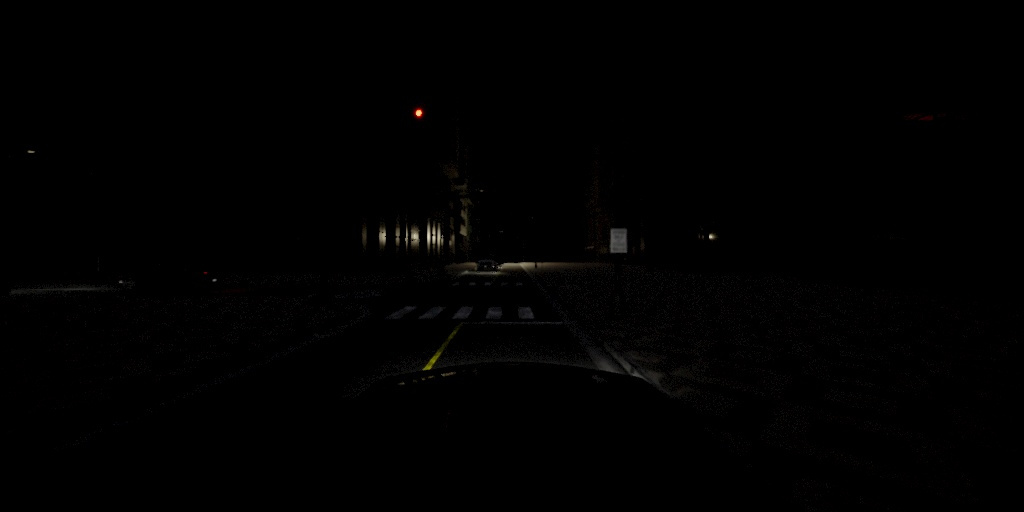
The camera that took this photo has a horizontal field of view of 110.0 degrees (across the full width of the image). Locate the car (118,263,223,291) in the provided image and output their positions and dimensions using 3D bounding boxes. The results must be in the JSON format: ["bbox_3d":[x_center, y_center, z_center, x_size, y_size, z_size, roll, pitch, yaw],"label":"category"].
[{"bbox_3d":[-19.076,1.130,20.135,4.902,1.511,2.128,0,-1,1],"label":"car"}]

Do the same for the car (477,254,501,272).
[{"bbox_3d":[-2.943,0.815,43.617,2.150,2.045,5.566,0,0,2],"label":"car"}]

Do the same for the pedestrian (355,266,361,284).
[{"bbox_3d":[-9.942,0.865,23.171,0.375,1.860,0.375,0,-1,0],"label":"pedestrian"}]
